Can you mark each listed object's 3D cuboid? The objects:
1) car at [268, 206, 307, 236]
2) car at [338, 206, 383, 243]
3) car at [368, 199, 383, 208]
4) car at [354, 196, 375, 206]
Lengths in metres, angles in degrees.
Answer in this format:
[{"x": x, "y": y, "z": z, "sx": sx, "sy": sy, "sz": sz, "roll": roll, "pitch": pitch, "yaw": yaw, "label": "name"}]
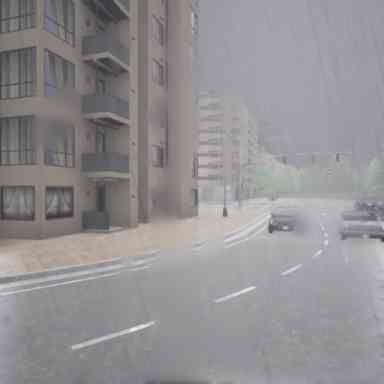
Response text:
[{"x": 5.456, "y": 1.525, "z": 18.763, "sx": 1.812, "sy": 1.442, "sz": 4.674, "roll": 0, "pitch": 0, "yaw": 20, "label": "car"}, {"x": 8.251, "y": 1.600, "z": 16.337, "sx": 1.895, "sy": 1.301, "sz": 4.718, "roll": 0, "pitch": 0, "yaw": 22, "label": "car"}, {"x": 15.666, "y": 1.547, "z": 26.060, "sx": 2.033, "sy": 1.411, "sz": 5.357, "roll": 0, "pitch": 0, "yaw": 18, "label": "car"}, {"x": 19.222, "y": 1.351, "z": 36.691, "sx": 2.097, "sy": 1.767, "sz": 4.553, "roll": 0, "pitch": 0, "yaw": 19, "label": "car"}]
